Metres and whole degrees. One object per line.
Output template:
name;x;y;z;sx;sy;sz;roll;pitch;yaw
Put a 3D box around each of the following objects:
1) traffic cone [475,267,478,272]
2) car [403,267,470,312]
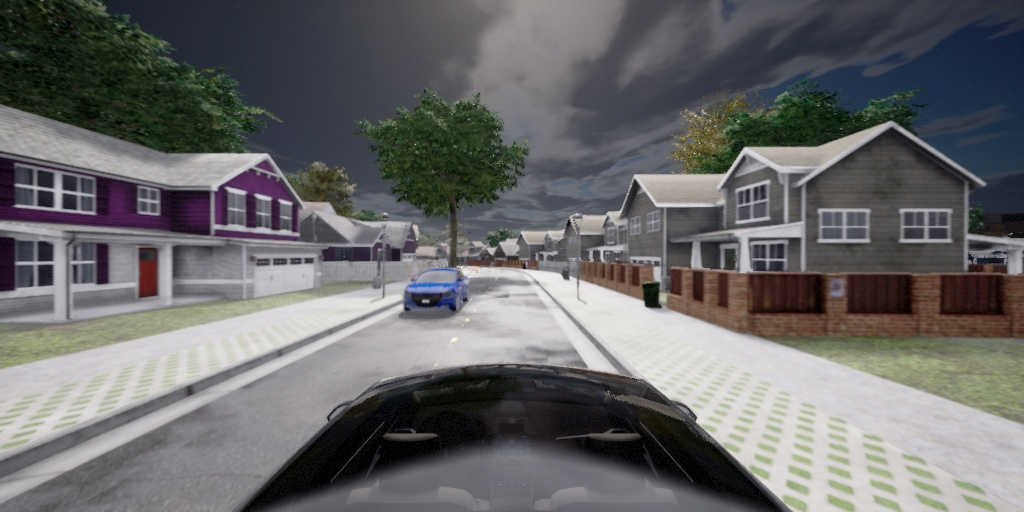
traffic cone;-4.734;1.945;49.199;0.340;0.580;0.340;0;0;-7
car;-2.856;1.229;14.375;1.882;1.535;5.008;0;0;0
